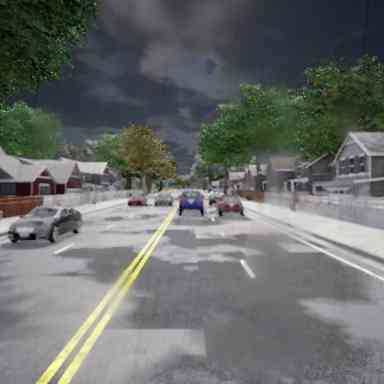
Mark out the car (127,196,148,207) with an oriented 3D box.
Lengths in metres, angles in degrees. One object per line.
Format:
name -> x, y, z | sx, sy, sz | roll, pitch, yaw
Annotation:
car -> -6.670, 1.126, 40.997 | 1.895, 1.301, 4.718 | 0, 1, 0

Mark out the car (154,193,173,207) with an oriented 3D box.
car -> -3.423, 0.873, 40.958 | 2.097, 1.767, 4.553 | 0, 1, 0

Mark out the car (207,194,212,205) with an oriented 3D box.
car -> 3.149, 0.968, 44.378 | 1.837, 1.490, 4.892 | 0, 1, 0

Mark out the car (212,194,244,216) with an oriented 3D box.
car -> 3.200, 1.047, 28.998 | 2.097, 1.767, 4.553 | 0, 1, 0

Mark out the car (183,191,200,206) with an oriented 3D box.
car -> -0.102, 0.825, 43.807 | 2.097, 1.767, 4.553 | 0, 1, 0

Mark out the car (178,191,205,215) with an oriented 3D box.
car -> -0.042, 0.904, 30.025 | 2.150, 2.045, 5.566 | 0, 1, 1

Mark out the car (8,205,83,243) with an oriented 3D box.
car -> -6.648, 1.392, 15.609 | 2.128, 1.511, 4.902 | 0, 1, 0
